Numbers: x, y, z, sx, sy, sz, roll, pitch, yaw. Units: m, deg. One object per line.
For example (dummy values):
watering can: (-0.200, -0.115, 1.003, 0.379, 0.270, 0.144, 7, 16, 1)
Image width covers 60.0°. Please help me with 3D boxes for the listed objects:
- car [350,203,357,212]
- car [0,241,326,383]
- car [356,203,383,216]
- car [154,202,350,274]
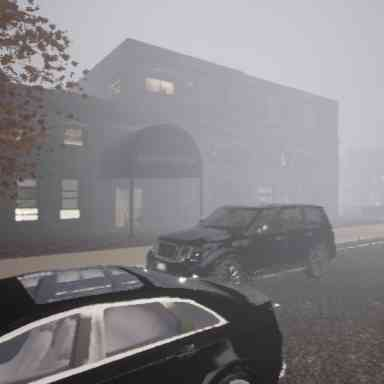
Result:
car: (25.190, 2.442, 52.565, 2.008, 1.369, 4.403, -1, 0, -36)
car: (-1.309, 1.500, 2.758, 4.902, 1.511, 2.128, 1, -1, -36)
car: (23.154, 2.338, 40.829, 1.947, 1.339, 4.313, -1, 0, -36)
car: (1.577, 1.303, 8.831, 5.566, 2.045, 2.150, 1, -1, -36)
